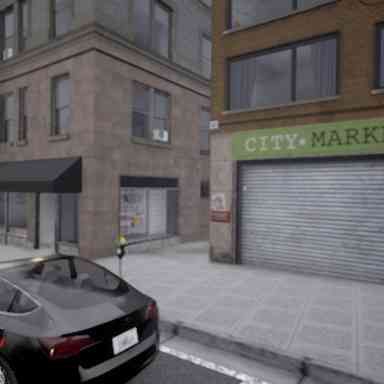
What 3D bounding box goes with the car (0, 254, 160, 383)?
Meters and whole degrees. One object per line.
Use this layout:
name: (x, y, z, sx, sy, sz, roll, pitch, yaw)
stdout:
car: (-2.381, 1.567, 4.632, 4.313, 1.339, 1.947, 0, 1, 35)
